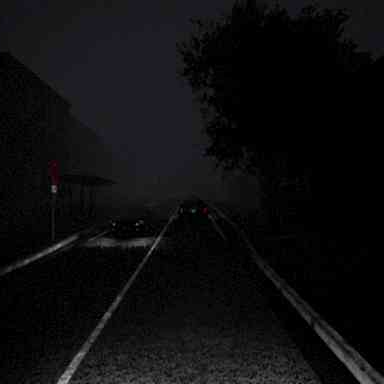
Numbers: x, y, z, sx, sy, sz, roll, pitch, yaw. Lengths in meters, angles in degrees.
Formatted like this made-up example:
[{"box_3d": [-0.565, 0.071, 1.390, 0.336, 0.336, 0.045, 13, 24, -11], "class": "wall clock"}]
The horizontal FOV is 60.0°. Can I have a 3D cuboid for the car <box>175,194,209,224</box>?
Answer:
[{"box_3d": [0.085, 1.258, 23.816, 2.097, 1.767, 4.553, 0, 0, 0], "class": "car"}]

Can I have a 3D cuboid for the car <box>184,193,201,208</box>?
[{"box_3d": [0.056, 1.060, 42.002, 2.097, 1.767, 4.553, 0, 1, 0], "class": "car"}]

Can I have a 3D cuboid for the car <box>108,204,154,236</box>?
[{"box_3d": [-3.251, 1.428, 18.479, 1.882, 1.535, 5.008, 0, 0, 0], "class": "car"}]

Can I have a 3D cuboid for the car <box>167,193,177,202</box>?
[{"box_3d": [-3.524, 1.007, 60.662, 1.882, 1.535, 5.008, 0, 1, 0], "class": "car"}]
